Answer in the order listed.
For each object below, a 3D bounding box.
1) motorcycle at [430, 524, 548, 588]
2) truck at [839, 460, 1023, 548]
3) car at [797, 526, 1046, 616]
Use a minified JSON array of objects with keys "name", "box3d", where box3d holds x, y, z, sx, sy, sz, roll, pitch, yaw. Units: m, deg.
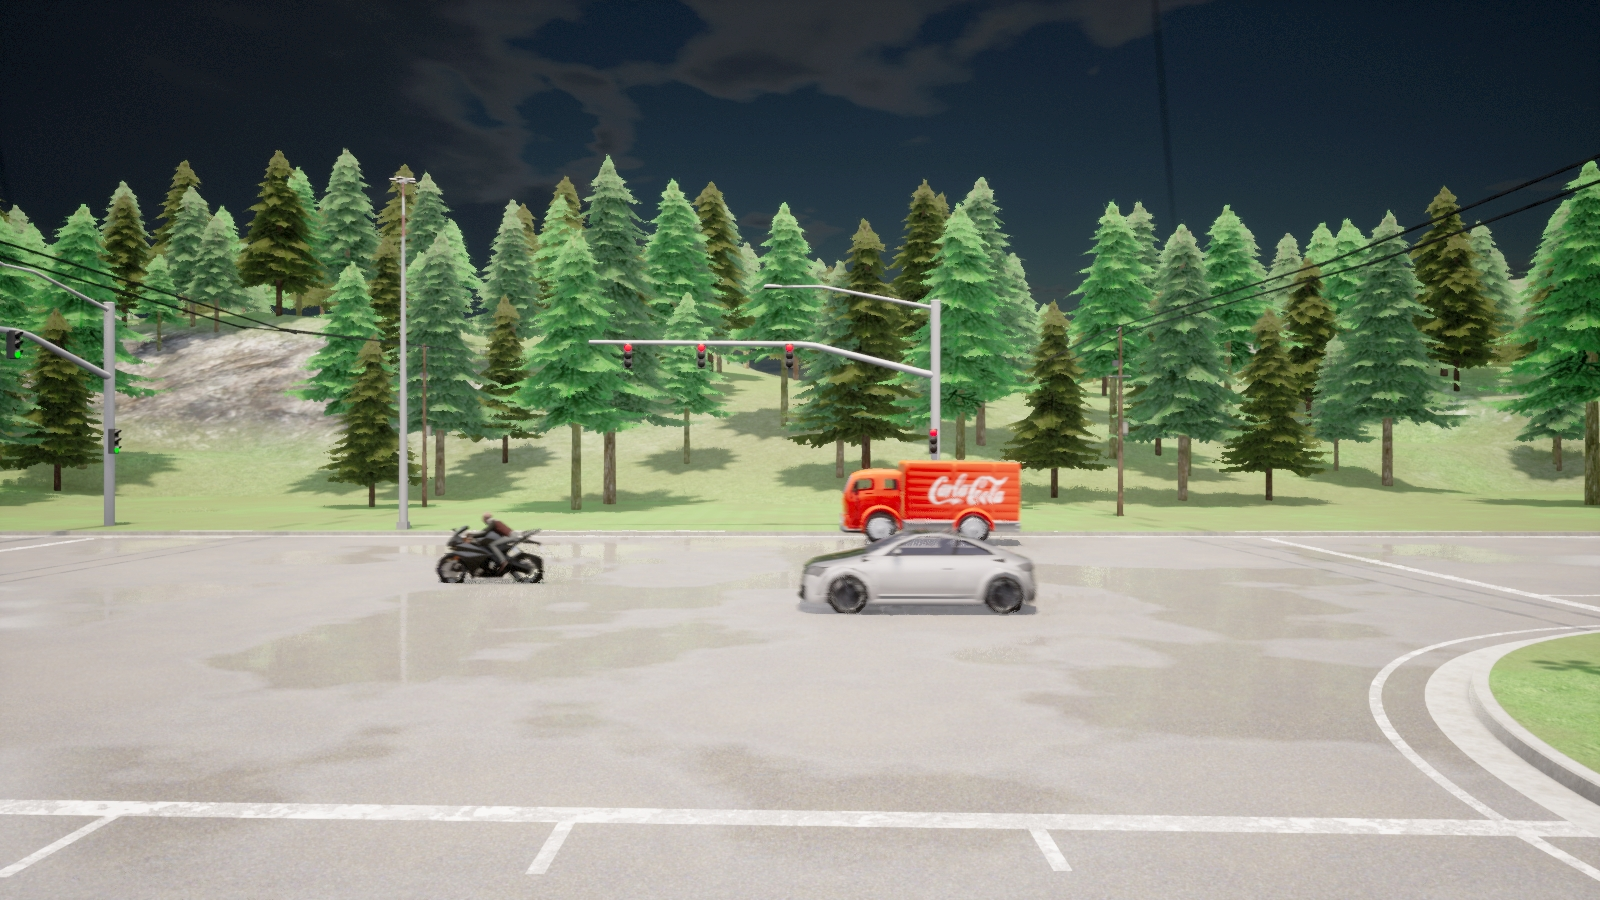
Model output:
[{"name":"motorcycle","box3d":[-6.447,2.189,23.770,2.209,1.251,0.867,0,0,0]},{"name":"truck","box3d":[3.814,1.552,34.206,5.204,2.467,2.627,0,0,0]},{"name":"car","box3d":[2.054,2.105,20.218,4.181,1.385,1.994,0,0,0]}]
